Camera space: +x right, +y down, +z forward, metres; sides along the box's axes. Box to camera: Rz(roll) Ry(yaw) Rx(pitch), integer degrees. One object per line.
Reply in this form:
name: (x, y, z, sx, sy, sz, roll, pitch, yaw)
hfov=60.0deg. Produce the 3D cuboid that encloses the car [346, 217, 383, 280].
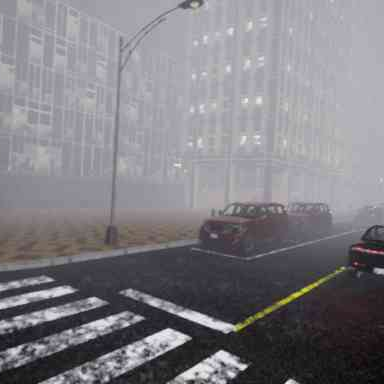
car: (6.072, 1.755, 9.880, 2.128, 1.511, 4.902, 4, 1, 39)

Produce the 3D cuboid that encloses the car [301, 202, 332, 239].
car: (6.391, 1.502, 18.884, 2.192, 1.841, 5.009, 3, 1, 39)

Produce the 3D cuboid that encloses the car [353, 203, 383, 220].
car: (16.758, 2.050, 31.540, 1.967, 1.590, 4.097, 3, 1, 39)

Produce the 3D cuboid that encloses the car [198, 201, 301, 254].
car: (2.399, 1.339, 13.972, 2.192, 1.841, 5.009, 3, 1, 39)
